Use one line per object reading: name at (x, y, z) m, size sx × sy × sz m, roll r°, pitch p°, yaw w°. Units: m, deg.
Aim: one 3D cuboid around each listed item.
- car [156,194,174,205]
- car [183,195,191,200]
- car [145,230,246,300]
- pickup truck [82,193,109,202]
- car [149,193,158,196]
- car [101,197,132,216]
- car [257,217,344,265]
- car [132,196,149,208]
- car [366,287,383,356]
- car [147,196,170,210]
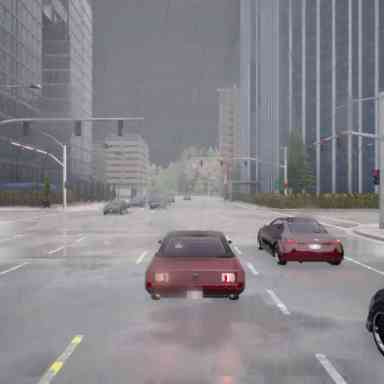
car at (-4.356, 1.506, 54.096) m, size 1.837 × 1.490 × 4.892 m, roll 0°, pitch 0°, yaw -1°
car at (-1.259, 1.552, 88.602) m, size 1.994 × 1.385 × 4.181 m, roll 0°, pitch 0°, yaw -1°
car at (0.074, 1.601, 8.329) m, size 1.895 × 1.301 × 4.718 m, roll 0°, pitch 0°, yaw 0°
pickup truck at (-21.167, 1.058, 73.386) m, size 2.390 × 2.098 × 6.274 m, roll 0°, pitch 0°, yaw 30°
car at (-7.928, 1.490, 60.370) m, size 2.128 × 1.511 × 4.902 m, roll 0°, pitch 0°, yaw -1°
car at (-7.467, 1.504, 32.934) m, size 1.837 × 1.490 × 4.892 m, roll 0°, pitch 0°, yaw -1°
car at (3.581, 1.564, 11.686) m, size 1.994 × 1.385 × 4.181 m, roll 0°, pitch 0°, yaw 0°
car at (-7.770, 1.505, 47.523) m, size 1.837 × 1.490 × 4.892 m, roll 0°, pitch 0°, yaw -1°
car at (3.609, 1.564, 3.275) m, size 1.994 × 1.385 × 4.181 m, roll 0°, pitch 0°, yaw -1°
car at (-4.159, 1.564, 41.852) m, size 1.994 × 1.385 × 4.181 m, roll 0°, pitch 0°, yaw -1°
